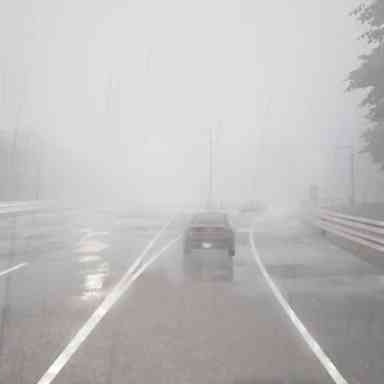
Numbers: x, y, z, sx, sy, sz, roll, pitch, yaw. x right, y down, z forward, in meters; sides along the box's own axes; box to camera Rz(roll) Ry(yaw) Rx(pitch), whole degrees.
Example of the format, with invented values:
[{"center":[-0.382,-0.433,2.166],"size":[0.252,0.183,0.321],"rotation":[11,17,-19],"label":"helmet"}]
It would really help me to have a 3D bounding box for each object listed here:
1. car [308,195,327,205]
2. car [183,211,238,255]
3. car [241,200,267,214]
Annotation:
[{"center":[22.824,1.333,60.400],"size":[2.097,1.767,4.553],"rotation":[0,0,42],"label":"car"},{"center":[0.810,1.512,13.408],"size":[1.837,1.490,4.892],"rotation":[-1,0,7],"label":"car"},{"center":[6.611,1.561,35.268],"size":[2.033,1.411,5.357],"rotation":[0,0,23],"label":"car"}]
